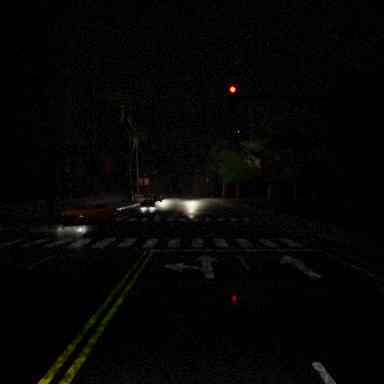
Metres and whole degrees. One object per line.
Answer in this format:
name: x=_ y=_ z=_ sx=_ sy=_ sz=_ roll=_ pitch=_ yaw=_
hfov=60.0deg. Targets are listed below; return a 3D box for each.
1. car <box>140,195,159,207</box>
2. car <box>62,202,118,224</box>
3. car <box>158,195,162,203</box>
car: x=-6.492 y=1.577 z=49.888 sx=1.994 sy=1.385 sz=4.181 roll=0 pitch=1 yaw=0
car: x=-7.532 y=1.519 z=24.889 sx=1.882 sy=1.535 sz=5.008 roll=0 pitch=1 yaw=20
car: x=-6.948 y=1.449 z=66.790 sx=1.837 sy=1.490 sz=4.892 roll=0 pitch=1 yaw=-3
